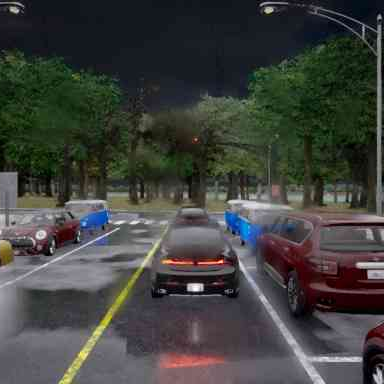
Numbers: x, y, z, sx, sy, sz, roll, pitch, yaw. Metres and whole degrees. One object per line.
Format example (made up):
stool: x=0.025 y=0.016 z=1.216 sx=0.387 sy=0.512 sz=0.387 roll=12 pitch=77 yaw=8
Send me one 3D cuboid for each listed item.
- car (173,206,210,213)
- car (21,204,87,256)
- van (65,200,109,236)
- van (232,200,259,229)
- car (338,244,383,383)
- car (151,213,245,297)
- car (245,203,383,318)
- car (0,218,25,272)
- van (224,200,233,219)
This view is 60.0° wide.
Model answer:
car: x=0.003 y=1.506 z=17.939 sx=1.837 sy=1.490 sz=4.892 roll=0 pitch=0 yaw=-1
car: x=-5.769 y=1.441 z=12.797 sx=1.967 sy=1.590 sz=4.097 roll=0 pitch=0 yaw=0
van: x=-5.772 y=1.342 z=18.235 sx=1.690 sy=1.788 sz=3.998 roll=0 pitch=0 yaw=0
van: x=2.756 y=1.342 z=12.801 sx=1.690 sy=1.788 sz=3.998 roll=0 pitch=0 yaw=0
car: x=2.762 y=1.440 z=1.926 sx=1.967 sy=1.590 sz=4.097 roll=0 pitch=0 yaw=0
car: x=0.073 y=1.505 z=8.535 sx=1.837 sy=1.490 sz=4.892 roll=0 pitch=0 yaw=0
car: x=2.759 y=1.315 z=7.364 sx=2.192 sy=1.841 sz=5.009 roll=0 pitch=0 yaw=0
car: x=-5.766 y=1.525 z=7.190 sx=1.752 sy=1.417 sz=4.829 roll=0 pitch=0 yaw=0
van: x=2.753 y=1.342 z=18.239 sx=1.690 sy=1.788 sz=3.998 roll=0 pitch=0 yaw=0
